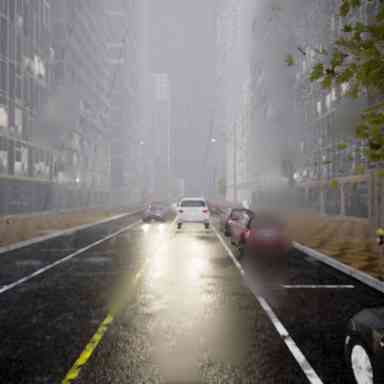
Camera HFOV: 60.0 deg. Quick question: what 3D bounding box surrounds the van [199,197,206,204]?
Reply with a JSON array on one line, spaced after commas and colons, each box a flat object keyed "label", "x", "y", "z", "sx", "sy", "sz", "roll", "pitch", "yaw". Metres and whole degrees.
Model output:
[{"label": "van", "x": 2.634, "y": 2.175, "z": 87.753, "sx": 1.690, "sy": 1.788, "sz": 3.998, "roll": 0, "pitch": 0, "yaw": 0}]

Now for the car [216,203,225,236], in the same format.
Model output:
[{"label": "car", "x": 2.678, "y": 1.642, "z": 19.446, "sx": 1.967, "sy": 1.590, "sz": 4.097, "roll": 0, "pitch": -1, "yaw": 0}]

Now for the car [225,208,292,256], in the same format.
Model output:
[{"label": "car", "x": 2.682, "y": 1.584, "z": 13.754, "sx": 1.967, "sy": 1.590, "sz": 4.097, "roll": 0, "pitch": -1, "yaw": 0}]

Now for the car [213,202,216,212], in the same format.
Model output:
[{"label": "car", "x": 2.664, "y": 1.971, "z": 42.214, "sx": 1.887, "sy": 1.381, "sz": 4.507, "roll": 0, "pitch": -1, "yaw": 0}]

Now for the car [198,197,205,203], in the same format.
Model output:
[{"label": "car", "x": 2.630, "y": 2.321, "z": 93.443, "sx": 1.967, "sy": 1.590, "sz": 4.097, "roll": 0, "pitch": 0, "yaw": 0}]

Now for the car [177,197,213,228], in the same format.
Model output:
[{"label": "car", "x": 0.084, "y": 1.469, "z": 24.156, "sx": 2.150, "sy": 2.045, "sz": 5.566, "roll": 0, "pitch": -1, "yaw": 0}]

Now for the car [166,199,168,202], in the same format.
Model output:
[{"label": "car", "x": -5.728, "y": 2.167, "z": 59.292, "sx": 1.802, "sy": 1.307, "sz": 4.206, "roll": 0, "pitch": -1, "yaw": 0}]

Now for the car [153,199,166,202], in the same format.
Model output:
[{"label": "car", "x": -5.724, "y": 2.078, "z": 53.599, "sx": 1.887, "sy": 1.381, "sz": 4.507, "roll": 0, "pitch": -1, "yaw": 0}]

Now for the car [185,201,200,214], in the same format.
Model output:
[{"label": "car", "x": 0.071, "y": 1.947, "z": 41.634, "sx": 1.812, "sy": 1.442, "sz": 4.674, "roll": 0, "pitch": -1, "yaw": 0}]

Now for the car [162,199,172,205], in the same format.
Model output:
[{"label": "car", "x": -5.740, "y": 2.303, "z": 76.369, "sx": 1.947, "sy": 1.339, "sz": 4.313, "roll": 0, "pitch": -1, "yaw": 0}]

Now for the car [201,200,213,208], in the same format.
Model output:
[{"label": "car", "x": 2.652, "y": 2.150, "z": 59.290, "sx": 1.947, "sy": 1.339, "sz": 4.313, "roll": 0, "pitch": -1, "yaw": 0}]

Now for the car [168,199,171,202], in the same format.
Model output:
[{"label": "car", "x": -5.736, "y": 2.232, "z": 70.676, "sx": 1.887, "sy": 1.381, "sz": 4.507, "roll": 0, "pitch": -1, "yaw": 0}]

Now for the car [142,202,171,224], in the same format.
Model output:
[{"label": "car", "x": -3.019, "y": 1.839, "z": 28.323, "sx": 2.033, "sy": 1.411, "sz": 5.357, "roll": 0, "pitch": -1, "yaw": 0}]

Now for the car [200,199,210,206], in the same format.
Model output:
[{"label": "car", "x": 2.645, "y": 2.252, "z": 70.674, "sx": 1.947, "sy": 1.339, "sz": 4.313, "roll": 0, "pitch": -1, "yaw": 0}]

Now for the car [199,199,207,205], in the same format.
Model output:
[{"label": "car", "x": 2.637, "y": 2.351, "z": 82.057, "sx": 1.947, "sy": 1.339, "sz": 4.313, "roll": 0, "pitch": 0, "yaw": 0}]

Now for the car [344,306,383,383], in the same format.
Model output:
[{"label": "car", "x": 2.690, "y": 1.577, "z": 2.368, "sx": 2.008, "sy": 1.369, "sz": 4.403, "roll": 0, "pitch": -1, "yaw": 0}]
